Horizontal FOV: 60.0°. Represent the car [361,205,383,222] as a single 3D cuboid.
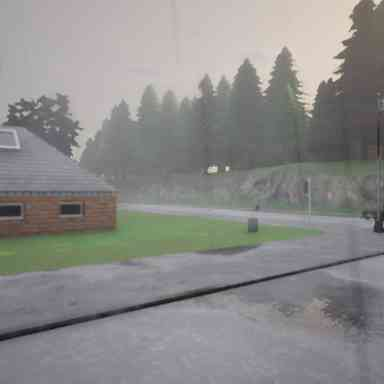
[{"bbox_3d":[15.268,1.534,24.900,1.837,1.490,4.892,2,-1,-32],"label":"car"}]
